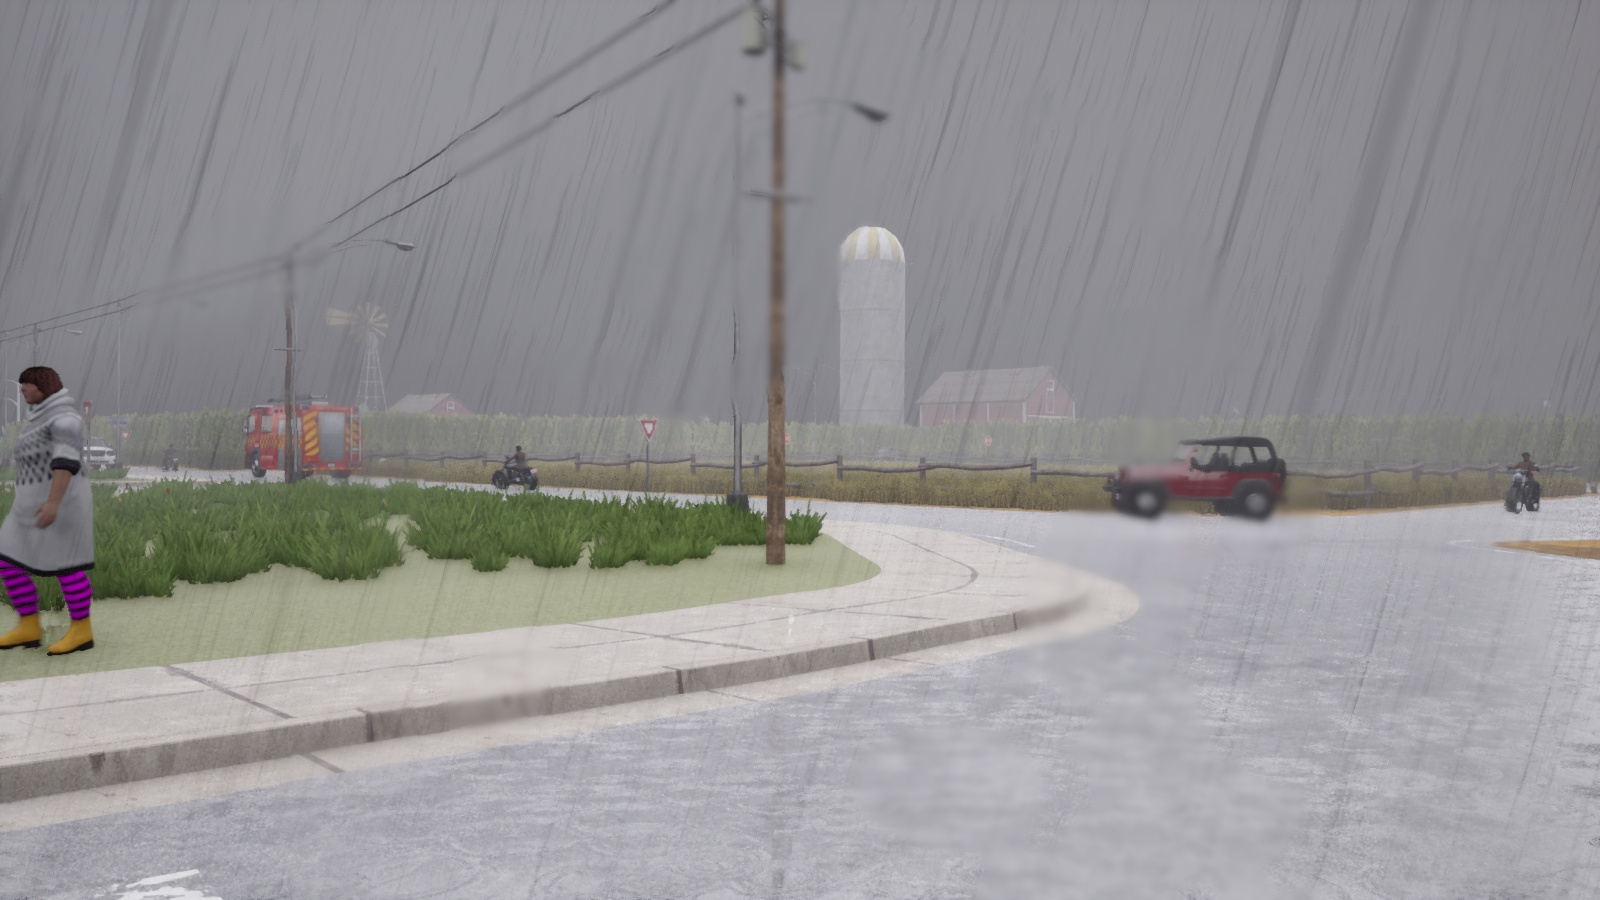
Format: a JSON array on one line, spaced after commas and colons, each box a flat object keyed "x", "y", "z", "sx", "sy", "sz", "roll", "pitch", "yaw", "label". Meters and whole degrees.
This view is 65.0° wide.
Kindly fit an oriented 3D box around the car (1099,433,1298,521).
[{"x": 8.792, "y": 0.582, "z": 27.992, "sx": 3.866, "sy": 1.878, "sz": 1.905, "roll": 0, "pitch": 0, "yaw": 3, "label": "car"}]

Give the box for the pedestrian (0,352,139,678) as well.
[{"x": -4.811, "y": 0.389, "z": 7.986, "sx": 0.659, "sy": 1.952, "sz": 0.873, "roll": 0, "pitch": 0, "yaw": 39, "label": "pedestrian"}]

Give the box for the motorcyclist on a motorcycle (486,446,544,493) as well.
[{"x": -10.277, "y": 0.686, "z": 45.164, "sx": 2.350, "sy": 1.649, "sz": 0.766, "roll": 0, "pitch": 0, "yaw": 40, "label": "motorcyclist on a motorcycle"}]

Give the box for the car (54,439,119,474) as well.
[{"x": -42.895, "y": 0.363, "z": 75.435, "sx": 2.150, "sy": 2.045, "sz": 5.566, "roll": 0, "pitch": 0, "yaw": -43, "label": "car"}]

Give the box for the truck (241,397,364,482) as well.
[{"x": -23.988, "y": -0.468, "z": 60.299, "sx": 2.891, "sy": 3.827, "sz": 8.468, "roll": 0, "pitch": 0, "yaw": -41, "label": "truck"}]

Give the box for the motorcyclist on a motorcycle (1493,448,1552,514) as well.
[{"x": 18.850, "y": 0.774, "z": 32.734, "sx": 0.766, "sy": 1.649, "sz": 2.350, "roll": 0, "pitch": 0, "yaw": 44, "label": "motorcyclist on a motorcycle"}]

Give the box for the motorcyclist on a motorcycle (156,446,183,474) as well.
[{"x": -37.595, "y": 0.611, "z": 74.870, "sx": 0.766, "sy": 1.649, "sz": 2.350, "roll": 0, "pitch": 0, "yaw": -43, "label": "motorcyclist on a motorcycle"}]
